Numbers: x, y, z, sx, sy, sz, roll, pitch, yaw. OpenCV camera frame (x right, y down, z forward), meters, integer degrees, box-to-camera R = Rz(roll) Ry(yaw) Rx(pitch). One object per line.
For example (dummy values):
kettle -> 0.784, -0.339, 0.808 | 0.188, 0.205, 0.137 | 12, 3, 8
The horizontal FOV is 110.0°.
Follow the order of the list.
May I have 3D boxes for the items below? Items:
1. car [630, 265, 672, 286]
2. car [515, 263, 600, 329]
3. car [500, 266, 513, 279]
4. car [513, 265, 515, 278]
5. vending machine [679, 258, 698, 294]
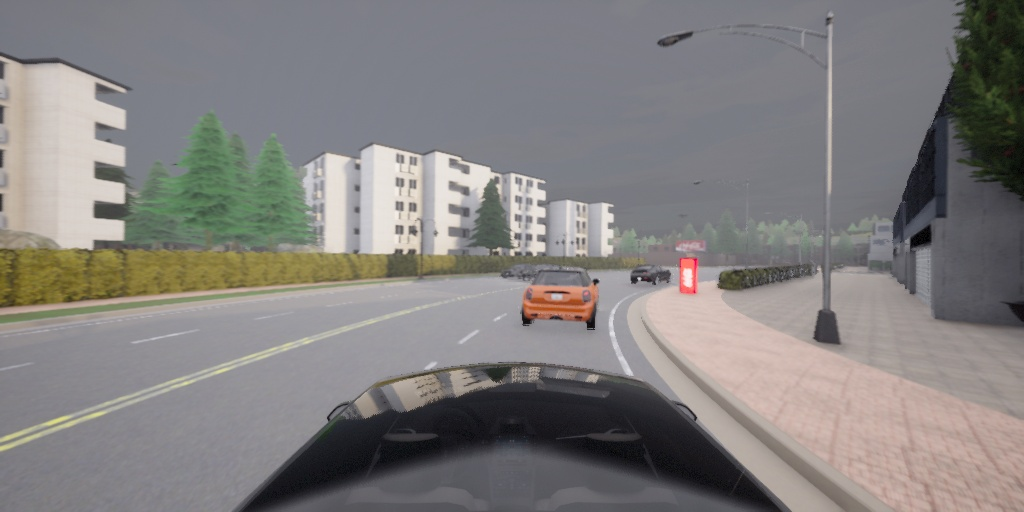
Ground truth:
car -> 10.786, 1.415, 27.642 | 1.837, 1.490, 4.892 | 0, -1, 42
car -> 1.748, 1.136, 11.781 | 2.097, 1.767, 4.553 | 1, 0, 14
car -> 0.848, 1.368, 32.412 | 1.994, 1.385, 4.181 | 1, 0, 40
car -> 2.736, 1.369, 29.330 | 2.033, 1.411, 5.357 | 1, 0, 38
vending machine -> 9.452, 1.078, 19.223 | 1.100, 2.100, 0.880 | 0, 0, 32
